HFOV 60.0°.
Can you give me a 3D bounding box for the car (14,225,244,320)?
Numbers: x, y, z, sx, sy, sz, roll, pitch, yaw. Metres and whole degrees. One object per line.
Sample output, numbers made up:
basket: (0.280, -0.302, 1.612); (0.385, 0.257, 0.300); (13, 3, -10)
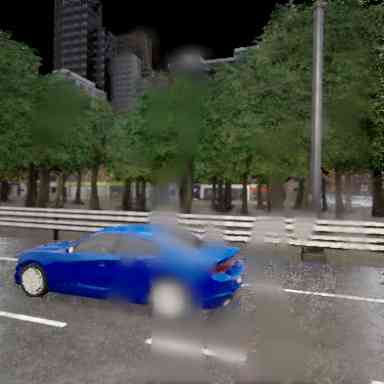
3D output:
car: (-1.428, 1.457, 7.116); (5.008, 1.535, 1.882); (1, 0, 20)
